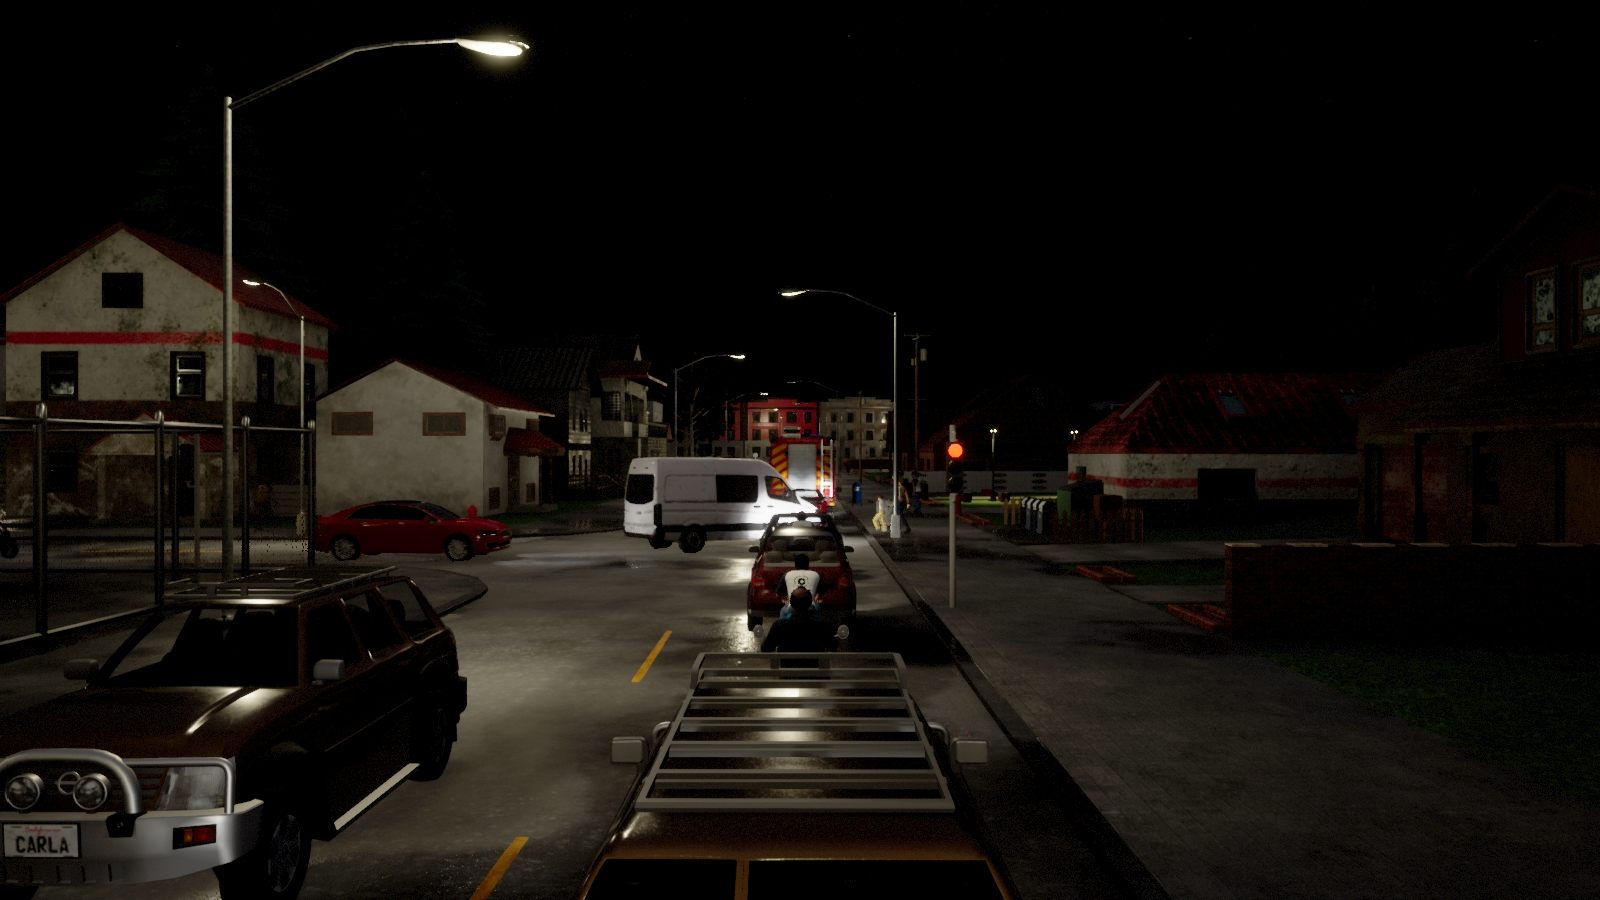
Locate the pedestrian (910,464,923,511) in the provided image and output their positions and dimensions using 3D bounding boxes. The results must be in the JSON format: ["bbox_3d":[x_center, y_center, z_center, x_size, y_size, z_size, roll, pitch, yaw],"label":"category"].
[{"bbox_3d":[4.659,1.507,45.629,0.375,1.860,0.375,0,0,33],"label":"pedestrian"}]

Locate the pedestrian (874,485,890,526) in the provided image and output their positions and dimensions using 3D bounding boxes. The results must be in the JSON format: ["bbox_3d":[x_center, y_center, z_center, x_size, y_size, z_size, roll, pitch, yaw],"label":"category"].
[{"bbox_3d":[2.661,1.790,36.924,0.375,1.300,0.375,0,0,31],"label":"pedestrian"}]

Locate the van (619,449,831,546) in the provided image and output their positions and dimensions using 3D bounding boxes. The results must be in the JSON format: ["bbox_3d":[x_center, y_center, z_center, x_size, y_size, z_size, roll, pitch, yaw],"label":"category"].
[{"bbox_3d":[-2.055,1.298,32.656,5.915,2.561,1.988,1,-1,-36],"label":"van"}]

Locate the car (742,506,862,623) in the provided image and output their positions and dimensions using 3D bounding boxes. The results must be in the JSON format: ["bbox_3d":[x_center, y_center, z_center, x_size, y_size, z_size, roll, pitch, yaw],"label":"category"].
[{"bbox_3d":[0.027,1.798,18.824,1.789,1.549,3.705,0,0,0],"label":"car"}]

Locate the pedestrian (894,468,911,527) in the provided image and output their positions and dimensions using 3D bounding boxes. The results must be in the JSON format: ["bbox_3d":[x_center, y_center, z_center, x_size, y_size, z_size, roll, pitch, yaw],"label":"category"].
[{"bbox_3d":[3.287,1.512,36.566,0.375,1.860,0.375,0,0,-40],"label":"pedestrian"}]

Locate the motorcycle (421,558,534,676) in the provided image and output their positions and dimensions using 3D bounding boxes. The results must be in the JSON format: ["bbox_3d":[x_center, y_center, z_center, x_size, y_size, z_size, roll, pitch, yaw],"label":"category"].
[{"bbox_3d":[-3.894,1.987,13.966,0.803,1.145,2.033,0,0,0],"label":"motorcycle"}]

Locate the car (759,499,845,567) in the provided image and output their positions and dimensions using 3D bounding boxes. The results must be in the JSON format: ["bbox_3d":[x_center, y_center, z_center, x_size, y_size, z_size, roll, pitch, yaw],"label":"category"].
[{"bbox_3d":[0.043,1.924,27.424,1.895,1.301,4.718,0,0,0],"label":"car"}]

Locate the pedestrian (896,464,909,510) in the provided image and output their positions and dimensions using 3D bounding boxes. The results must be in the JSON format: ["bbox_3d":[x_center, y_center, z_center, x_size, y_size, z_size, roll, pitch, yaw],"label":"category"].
[{"bbox_3d":[4.142,1.506,46.364,0.375,1.860,0.375,0,0,41],"label":"pedestrian"}]

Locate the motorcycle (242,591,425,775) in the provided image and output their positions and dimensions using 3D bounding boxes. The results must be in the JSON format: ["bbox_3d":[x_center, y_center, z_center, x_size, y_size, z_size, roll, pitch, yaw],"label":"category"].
[{"bbox_3d":[-3.994,1.958,9.954,0.856,1.236,1.805,0,0,0],"label":"motorcycle"}]

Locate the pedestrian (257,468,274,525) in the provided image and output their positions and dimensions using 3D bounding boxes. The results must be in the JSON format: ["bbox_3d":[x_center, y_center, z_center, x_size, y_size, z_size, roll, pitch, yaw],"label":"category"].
[{"bbox_3d":[-17.539,1.510,37.520,0.375,1.860,0.375,0,0,2],"label":"pedestrian"}]

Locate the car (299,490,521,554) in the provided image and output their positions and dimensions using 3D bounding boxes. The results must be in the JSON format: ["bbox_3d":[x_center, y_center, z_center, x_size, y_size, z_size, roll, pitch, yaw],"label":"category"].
[{"bbox_3d":[-9.920,1.831,29.340,4.892,1.480,2.231,0,0,3],"label":"car"}]

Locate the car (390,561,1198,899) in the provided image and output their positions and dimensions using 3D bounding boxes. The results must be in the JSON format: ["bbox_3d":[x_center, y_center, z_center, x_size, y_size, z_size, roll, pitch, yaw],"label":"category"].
[{"bbox_3d":[-0.006,1.641,5.035,1.932,1.855,4.605,0,0,0],"label":"car"}]

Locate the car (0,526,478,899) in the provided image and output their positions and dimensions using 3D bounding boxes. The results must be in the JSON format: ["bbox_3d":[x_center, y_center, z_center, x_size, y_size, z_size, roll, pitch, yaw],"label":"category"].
[{"bbox_3d":[-3.983,1.640,8.349,1.932,1.855,4.605,0,0,0],"label":"car"}]

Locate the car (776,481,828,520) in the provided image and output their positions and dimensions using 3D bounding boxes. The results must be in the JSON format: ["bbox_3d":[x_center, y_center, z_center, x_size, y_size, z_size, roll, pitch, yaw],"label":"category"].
[{"bbox_3d":[0.077,1.918,44.369,1.895,1.301,4.718,0,0,0],"label":"car"}]
